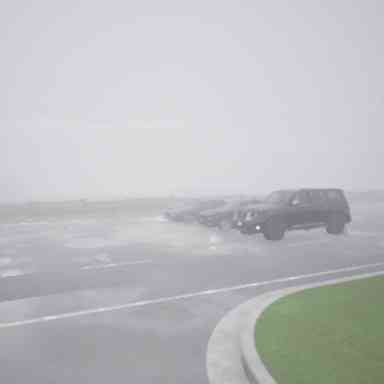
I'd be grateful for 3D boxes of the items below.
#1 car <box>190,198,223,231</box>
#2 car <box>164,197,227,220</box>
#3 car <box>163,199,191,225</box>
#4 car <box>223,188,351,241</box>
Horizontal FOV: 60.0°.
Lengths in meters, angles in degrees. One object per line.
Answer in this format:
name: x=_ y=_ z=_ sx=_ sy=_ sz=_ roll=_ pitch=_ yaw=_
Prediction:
car: x=2.726 y=1.111 z=17.778 sx=5.008 sy=1.535 sz=1.882 roll=-2 pitch=1 yaw=-24
car: x=0.242 y=1.133 z=24.336 sx=4.181 sy=1.385 sz=1.994 roll=-2 pitch=1 yaw=-24
car: x=0.923 y=1.164 z=20.807 sx=5.357 sy=1.411 sz=2.033 roll=-2 pitch=1 yaw=-24
car: x=4.460 y=0.874 z=14.717 sx=5.566 sy=2.045 sz=2.150 roll=-2 pitch=1 yaw=-24
